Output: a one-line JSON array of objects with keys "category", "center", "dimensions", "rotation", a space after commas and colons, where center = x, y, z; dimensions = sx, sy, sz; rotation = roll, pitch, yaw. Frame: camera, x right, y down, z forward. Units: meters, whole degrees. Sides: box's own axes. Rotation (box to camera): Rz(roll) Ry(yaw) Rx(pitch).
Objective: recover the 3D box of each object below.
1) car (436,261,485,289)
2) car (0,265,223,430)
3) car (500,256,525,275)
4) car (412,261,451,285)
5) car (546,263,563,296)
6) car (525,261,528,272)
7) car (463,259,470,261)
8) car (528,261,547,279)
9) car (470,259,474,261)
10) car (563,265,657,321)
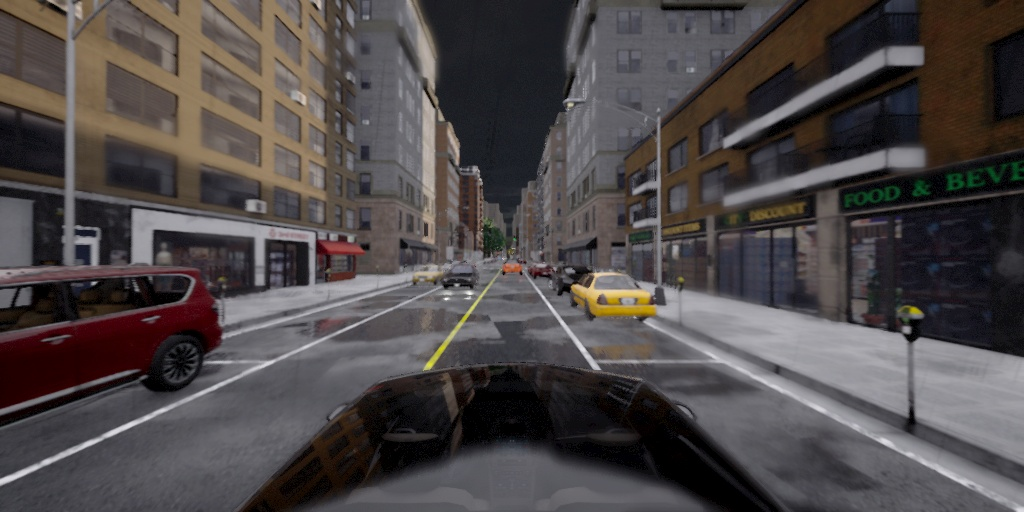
[{"category": "car", "center": [-3.109, 1.269, 22.878], "dimensions": [2.033, 1.411, 5.357], "rotation": [0, 0, 0]}, {"category": "car", "center": [-5.858, 1.061, 3.990], "dimensions": [2.192, 1.841, 5.009], "rotation": [0, 0, 0]}, {"category": "car", "center": [0.059, 1.065, 38.880], "dimensions": [2.097, 1.767, 4.553], "rotation": [0, 0, 0]}, {"category": "car", "center": [-5.866, 1.244, 25.792], "dimensions": [1.751, 1.417, 4.829], "rotation": [0, 0, 0]}, {"category": "car", "center": [3.139, 1.230, 19.086], "dimensions": [1.837, 1.490, 4.892], "rotation": [0, 0, 0]}, {"category": "car", "center": [2.657, 1.255, 36.958], "dimensions": [1.888, 1.381, 4.507], "rotation": [0, 0, 0]}, {"category": "car", "center": [-5.870, 1.150, 36.947], "dimensions": [1.967, 1.591, 4.097], "rotation": [0, 0, 0]}, {"category": "car", "center": [2.660, 1.259, 31.466], "dimensions": [1.888, 1.381, 4.507], "rotation": [0, 0, 0]}, {"category": "car", "center": [-5.874, 1.144, 47.934], "dimensions": [1.967, 1.591, 4.097], "rotation": [0, 0, 0]}, {"category": "car", "center": [3.146, 1.191, 12.276], "dimensions": [1.801, 1.575, 5.366], "rotation": [0, 0, 0]}]
